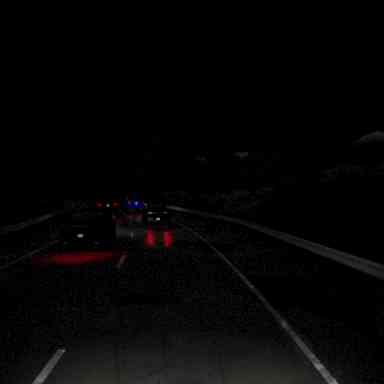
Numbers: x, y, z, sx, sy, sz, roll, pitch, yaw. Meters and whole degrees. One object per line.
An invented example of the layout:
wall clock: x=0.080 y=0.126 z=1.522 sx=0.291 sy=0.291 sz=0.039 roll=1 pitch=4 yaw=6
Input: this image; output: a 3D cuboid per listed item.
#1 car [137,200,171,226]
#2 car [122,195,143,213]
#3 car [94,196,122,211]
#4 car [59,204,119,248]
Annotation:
car: x=-2.740 y=1.603 z=24.559 sx=2.128 sy=1.511 sz=4.902 roll=0 pitch=0 yaw=-11
car: x=-7.230 y=1.407 z=40.423 sx=2.150 sy=2.045 sz=5.566 roll=0 pitch=0 yaw=-19
car: x=-8.644 y=1.378 z=33.678 sx=2.150 sy=2.045 sz=5.566 roll=0 pitch=0 yaw=-17
car: x=-4.642 y=1.550 z=15.305 sx=1.882 sy=1.535 sz=5.008 roll=0 pitch=0 yaw=-7
